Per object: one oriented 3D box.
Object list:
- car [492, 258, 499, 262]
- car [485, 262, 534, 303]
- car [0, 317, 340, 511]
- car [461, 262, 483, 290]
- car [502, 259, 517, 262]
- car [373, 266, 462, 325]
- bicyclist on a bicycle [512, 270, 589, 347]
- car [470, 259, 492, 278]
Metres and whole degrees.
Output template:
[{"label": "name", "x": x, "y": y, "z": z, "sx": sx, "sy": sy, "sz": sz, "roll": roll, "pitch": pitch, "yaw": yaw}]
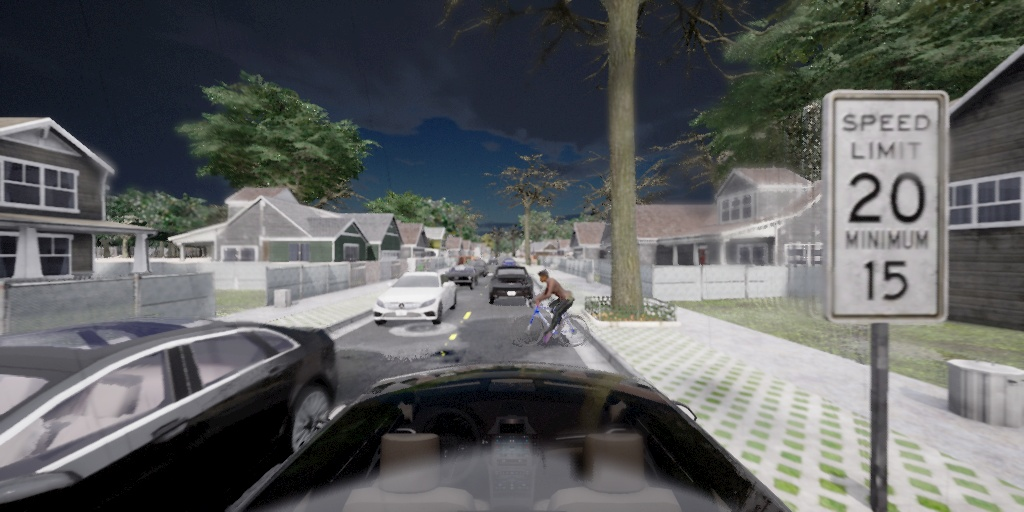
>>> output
[{"label": "car", "x": -3.417, "y": 0.999, "z": 65.296, "sx": 2.033, "sy": 1.411, "sz": 5.357, "roll": 0, "pitch": 0, "yaw": 0}, {"label": "car", "x": -0.041, "y": 1.184, "z": 16.335, "sx": 1.837, "sy": 1.490, "sz": 4.892, "roll": 0, "pitch": 0, "yaw": -1}, {"label": "car", "x": -2.843, "y": 1.244, "z": 2.102, "sx": 2.128, "sy": 1.511, "sz": 4.902, "roll": 0, "pitch": 0, "yaw": -1}, {"label": "car", "x": -3.034, "y": 1.258, "z": 21.640, "sx": 1.895, "sy": 1.301, "sz": 4.718, "roll": 0, "pitch": 0, "yaw": 0}, {"label": "car", "x": -0.336, "y": 1.069, "z": 44.835, "sx": 1.812, "sy": 1.442, "sz": 4.674, "roll": 0, "pitch": 0, "yaw": -1}, {"label": "car", "x": -2.944, "y": 1.230, "z": 11.787, "sx": 1.812, "sy": 1.442, "sz": 4.674, "roll": 0, "pitch": 0, "yaw": -1}, {"label": "bicyclist on a bicycle", "x": 0.817, "y": 1.126, "z": 7.593, "sx": 1.656, "sy": 1.620, "sz": 0.582, "roll": 0, "pitch": 0, "yaw": -1}, {"label": "car", "x": -3.095, "y": 1.112, "z": 31.979, "sx": 1.837, "sy": 1.490, "sz": 4.892, "roll": 0, "pitch": 0, "yaw": 0}]
